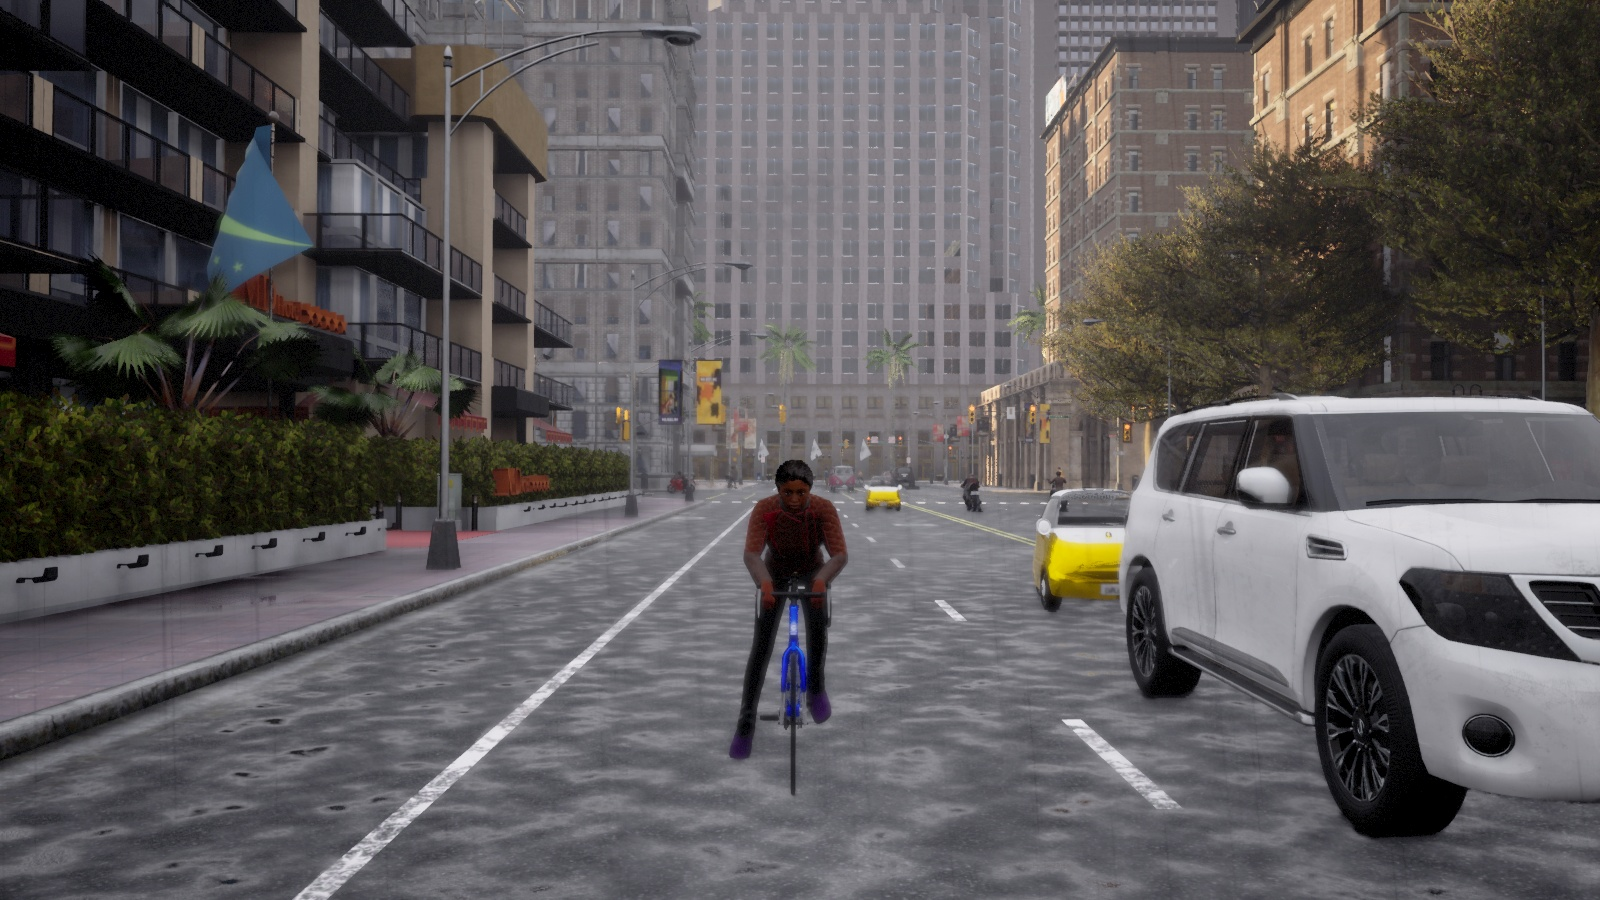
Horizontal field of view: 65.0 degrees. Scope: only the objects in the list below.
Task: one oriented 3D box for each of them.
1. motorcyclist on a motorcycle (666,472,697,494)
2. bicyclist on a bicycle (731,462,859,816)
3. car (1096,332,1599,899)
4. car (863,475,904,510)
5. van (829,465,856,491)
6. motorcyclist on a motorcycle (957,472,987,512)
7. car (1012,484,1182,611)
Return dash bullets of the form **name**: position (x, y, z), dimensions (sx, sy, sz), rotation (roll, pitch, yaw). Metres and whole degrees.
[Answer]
- **motorcyclist on a motorcycle**: position (-8.206, 2.286, 86.958), dimensions (2.044, 1.523, 0.797), rotation (0, -1, -22)
- **bicyclist on a bicycle**: position (-0.026, 0.878, 6.609), dimensions (0.582, 1.620, 1.656), rotation (0, -1, 0)
- **car**: position (3.470, 0.642, 7.276), dimensions (2.150, 2.045, 5.566), rotation (0, -1, 0)
- **car**: position (3.318, 1.699, 50.308), dimensions (1.481, 1.376, 2.207), rotation (0, -1, 0)
- **van**: position (3.304, 2.200, 98.260), dimensions (1.775, 1.987, 4.442), rotation (0, -1, -3)
- **motorcyclist on a motorcycle**: position (6.820, 1.657, 49.830), dimensions (0.866, 1.530, 2.191), rotation (0, -1, 0)
- **car**: position (3.445, 1.105, 14.898), dimensions (1.481, 1.376, 2.207), rotation (0, -1, 0)
